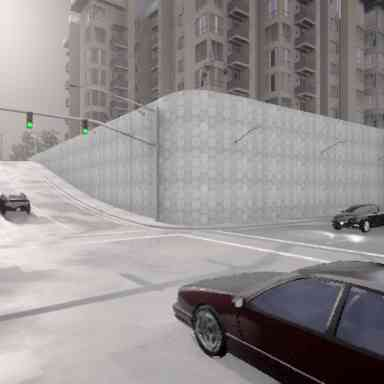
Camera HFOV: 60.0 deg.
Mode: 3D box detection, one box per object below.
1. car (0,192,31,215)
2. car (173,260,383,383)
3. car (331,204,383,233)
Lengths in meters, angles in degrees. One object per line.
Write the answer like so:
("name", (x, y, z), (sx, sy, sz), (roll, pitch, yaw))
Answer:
("car", (-13.582, 0.719, 25.276), (2.128, 1.511, 4.902), (0, 7, -36))
("car", (1.904, 1.548, 3.737), (2.033, 1.411, 5.357), (0, 0, -36))
("car", (10.338, 1.506, 19.977), (4.892, 1.490, 1.837), (0, 0, -36))
